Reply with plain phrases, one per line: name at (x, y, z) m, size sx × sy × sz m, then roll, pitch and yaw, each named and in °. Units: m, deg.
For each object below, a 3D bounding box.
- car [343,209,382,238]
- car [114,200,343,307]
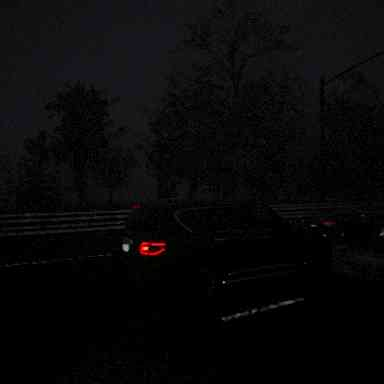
car at (7.160, 1.495, 15.989) m, size 4.181 × 1.385 × 1.994 m, roll 0°, pitch 0°, yaw -31°
car at (0.933, 1.202, 8.129) m, size 5.566 × 2.045 × 2.150 m, roll 0°, pitch 0°, yaw -32°
